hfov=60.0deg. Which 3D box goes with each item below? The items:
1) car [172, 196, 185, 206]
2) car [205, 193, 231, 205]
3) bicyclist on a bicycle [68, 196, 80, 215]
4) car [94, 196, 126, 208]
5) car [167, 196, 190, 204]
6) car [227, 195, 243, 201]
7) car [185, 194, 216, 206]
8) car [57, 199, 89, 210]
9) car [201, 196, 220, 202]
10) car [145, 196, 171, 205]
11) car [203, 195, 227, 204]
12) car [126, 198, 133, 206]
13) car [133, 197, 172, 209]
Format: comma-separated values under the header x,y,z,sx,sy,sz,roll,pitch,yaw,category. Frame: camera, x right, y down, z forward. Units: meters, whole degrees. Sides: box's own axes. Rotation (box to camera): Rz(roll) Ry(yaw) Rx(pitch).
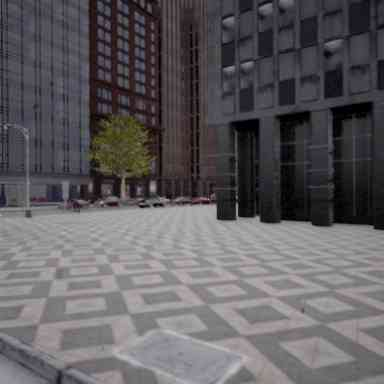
x,y,z,sx,sy,sz,roll,pitch,yaw,category
-1.642,1.418,52.358,1.812,1.442,4.674,-1,-1,36,car
4.542,1.167,56.696,2.192,1.841,5.009,-1,0,35,car
-10.515,1.201,29.664,1.656,1.620,0.582,-1,0,35,bicyclist on a bicycle
-12.080,1.414,47.618,1.967,1.590,4.097,0,0,35,car
-2.468,1.503,61.543,1.947,1.339,4.313,-1,0,35,car
10.346,1.466,80.109,1.947,1.339,4.313,-1,0,35,car
1.340,1.407,52.054,1.887,1.381,4.507,-1,0,35,car
-15.282,1.572,42.977,1.802,1.307,4.206,0,0,35,car
3.938,1.463,70.825,1.887,1.381,4.507,-1,0,35,car
-5.769,1.474,56.761,1.752,1.417,4.829,-1,0,35,car
4.279,1.364,61.010,2.128,1.511,4.902,-1,0,35,car
-8.875,1.542,52.260,1.802,1.307,4.206,-1,0,35,car
-5.065,1.454,42.772,1.947,1.339,4.313,-1,0,35,car
